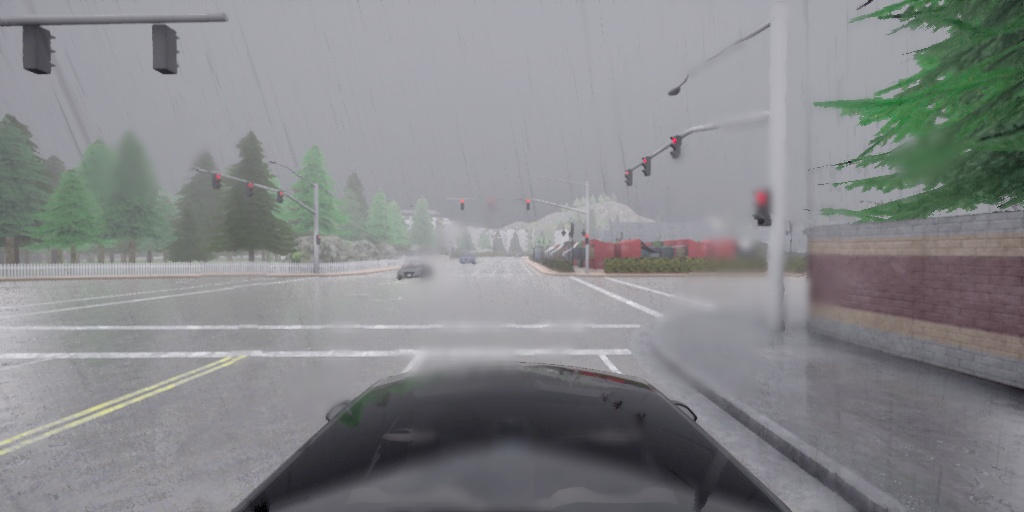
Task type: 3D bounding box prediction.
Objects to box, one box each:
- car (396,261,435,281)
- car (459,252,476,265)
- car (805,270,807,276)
[{"bbox_3d":[-7.003,1.082,26.409,1.994,1.385,4.181,0,1,0],"label":"car"},{"bbox_3d":[-7.007,0.480,57.434,2.150,2.045,5.566,0,2,0],"label":"car"},{"bbox_3d":[23.699,0.960,25.607,4.674,1.442,1.812,0,1,0],"label":"car"}]
